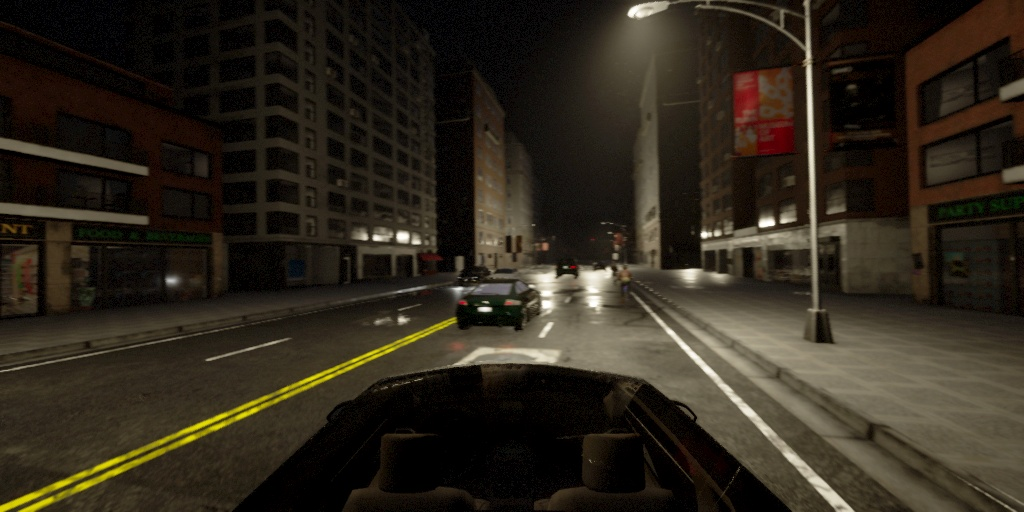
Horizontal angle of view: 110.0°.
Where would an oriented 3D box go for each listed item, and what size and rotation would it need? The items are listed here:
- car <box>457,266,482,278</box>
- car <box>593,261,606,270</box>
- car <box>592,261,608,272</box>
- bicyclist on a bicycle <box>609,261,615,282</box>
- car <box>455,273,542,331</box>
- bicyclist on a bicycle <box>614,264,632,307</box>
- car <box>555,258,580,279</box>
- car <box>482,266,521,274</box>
[{"bbox_3d":[-2.904,1.568,29.274,1.837,1.490,4.892,-1,-1,13],"label":"car"},{"bbox_3d":[14.582,1.614,60.049,1.994,1.385,4.181,-1,-1,13],"label":"car"},{"bbox_3d":[12.359,1.498,50.347,1.837,1.490,4.892,-1,-1,13],"label":"car"},{"bbox_3d":[7.123,1.214,25.043,0.659,1.776,1.843,-1,0,13],"label":"bicyclist on a bicycle"},{"bbox_3d":[-0.255,1.411,11.555,1.994,1.385,4.181,-1,-1,13],"label":"car"},{"bbox_3d":[4.667,1.243,14.770,0.582,1.620,1.656,-1,-1,13],"label":"bicyclist on a bicycle"},{"bbox_3d":[5.687,1.200,36.425,2.150,2.045,5.566,-1,-1,13],"label":"car"},{"bbox_3d":[-0.410,1.511,25.734,1.812,1.442,4.674,-1,-1,13],"label":"car"}]
